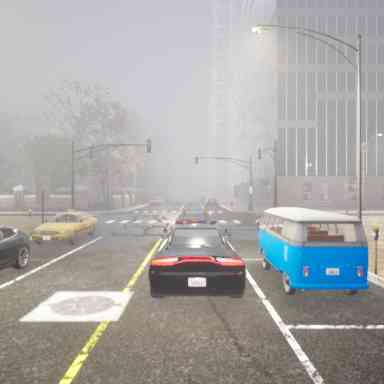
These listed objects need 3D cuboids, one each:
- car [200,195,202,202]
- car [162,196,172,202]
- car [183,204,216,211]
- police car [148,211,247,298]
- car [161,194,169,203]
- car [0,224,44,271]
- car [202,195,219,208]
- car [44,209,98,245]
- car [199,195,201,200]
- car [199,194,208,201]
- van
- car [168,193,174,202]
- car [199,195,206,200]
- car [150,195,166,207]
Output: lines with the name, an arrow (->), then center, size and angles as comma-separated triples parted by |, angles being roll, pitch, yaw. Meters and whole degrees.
car -> 2.762, 1.538, 52.231 | 1.947, 1.339, 4.313 | 0, 0, 0
car -> -5.588, 1.537, 74.971 | 1.802, 1.307, 4.206 | 0, 0, 0
car -> 0.123, 1.555, 17.573 | 1.994, 1.385, 4.181 | 0, 0, 0
police car -> 0.108, 1.501, 8.611 | 2.038, 1.542, 4.974 | 0, 0, 0
car -> -5.612, 1.520, 57.923 | 2.008, 1.369, 4.403 | 0, 0, 0
car -> -5.759, 1.562, 8.435 | 1.947, 1.339, 4.313 | 0, 0, 0
car -> 2.755, 1.416, 46.550 | 1.967, 1.590, 4.097 | 0, 0, 0
car -> -5.797, 1.518, 15.669 | 1.752, 1.417, 4.829 | 0, 0, 0
car -> 2.793, 1.521, 74.955 | 1.947, 1.339, 4.313 | 0, 0, 0
car -> 2.801, 1.388, 80.637 | 1.967, 1.590, 4.097 | 0, 0, 0
van -> 2.785, 1.337, 8.425 | 1.690, 1.788, 3.998 | 0, 0, 0
car -> -5.595, 1.277, 69.289 | 2.192, 1.841, 5.009 | 0, 0, 0
car -> 2.817, 1.452, 92.172 | 1.752, 1.417, 4.829 | 0, 0, 0
car -> -5.619, 1.517, 52.240 | 1.887, 1.381, 4.507 | 0, 0, 0
